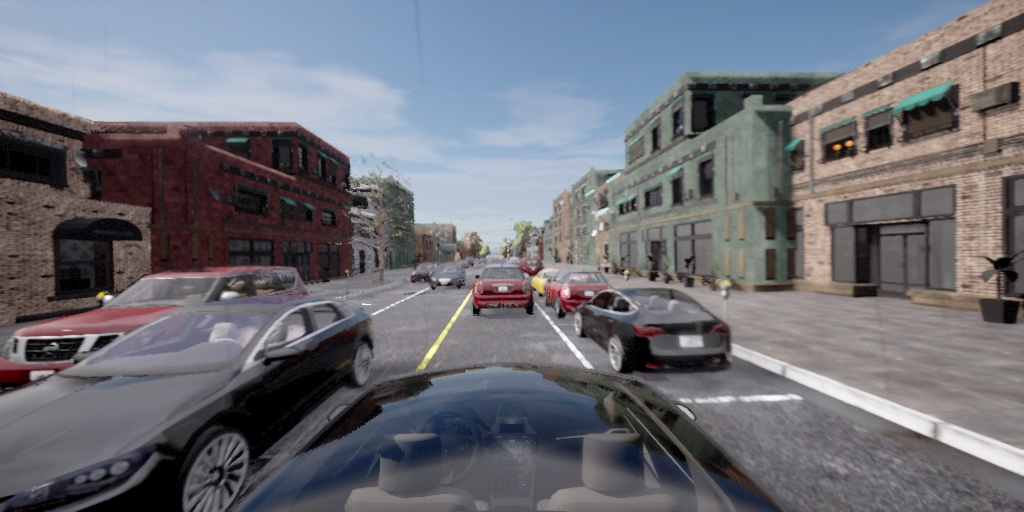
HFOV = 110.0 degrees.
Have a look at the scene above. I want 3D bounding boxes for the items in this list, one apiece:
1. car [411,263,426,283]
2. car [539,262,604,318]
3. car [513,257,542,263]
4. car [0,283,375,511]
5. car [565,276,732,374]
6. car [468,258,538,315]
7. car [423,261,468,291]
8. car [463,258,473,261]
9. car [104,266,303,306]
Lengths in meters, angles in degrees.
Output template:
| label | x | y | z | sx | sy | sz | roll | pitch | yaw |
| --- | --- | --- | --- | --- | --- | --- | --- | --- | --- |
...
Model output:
| label | x | y | z | sx | sy | sz | roll | pitch | yaw |
| --- | --- | --- | --- | --- | --- | --- | --- | --- | --- |
| car | -6.850 | 1.299 | 29.067 | 1.967 | 1.591 | 4.097 | 0 | 0 | -3 |
| car | 2.276 | 1.155 | 12.822 | 1.967 | 1.591 | 4.097 | 0 | 0 | -3 |
| car | 1.520 | 1.046 | 29.450 | 2.192 | 1.841 | 5.009 | 0 | 0 | -3 |
| car | -3.176 | 1.287 | 4.177 | 2.128 | 1.511 | 4.902 | -1 | 0 | -2 |
| car | 2.527 | 1.276 | 7.279 | 1.948 | 1.339 | 4.313 | 0 | 0 | -3 |
| car | -0.391 | 1.108 | 13.903 | 2.097 | 1.767 | 4.553 | -1 | 0 | -3 |
| car | -3.994 | 1.305 | 23.069 | 2.128 | 1.511 | 4.902 | -1 | 0 | -3 |
| car | -8.360 | 1.440 | 62.324 | 2.007 | 1.370 | 4.403 | 0 | 0 | -3 |
| car | -5.843 | 1.153 | 6.897 | 2.192 | 1.841 | 5.009 | 0 | 0 | -3 |
